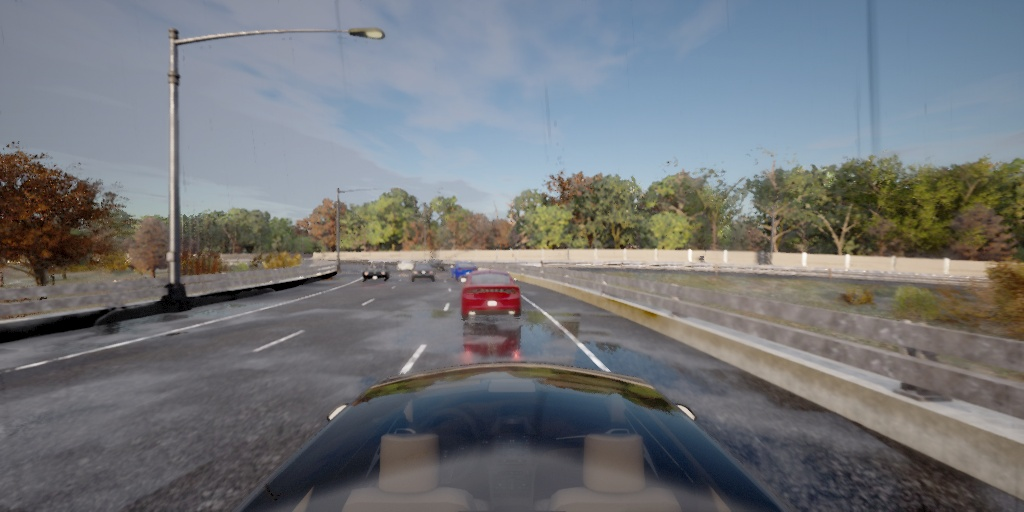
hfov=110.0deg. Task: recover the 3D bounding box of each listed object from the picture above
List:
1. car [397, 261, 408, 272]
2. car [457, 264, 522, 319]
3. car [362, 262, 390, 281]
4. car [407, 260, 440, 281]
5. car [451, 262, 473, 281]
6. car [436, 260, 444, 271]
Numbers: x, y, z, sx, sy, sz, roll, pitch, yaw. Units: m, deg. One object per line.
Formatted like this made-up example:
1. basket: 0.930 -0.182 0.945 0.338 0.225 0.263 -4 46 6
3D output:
1. car: -13.982 1.327 47.319 1.812 1.442 4.674 0 0 -24
2. car: -0.820 1.231 12.884 1.882 1.535 5.008 0 0 -6
3. car: -11.299 1.392 30.115 1.895 1.301 4.718 0 0 -16
4. car: -7.539 1.325 30.207 2.033 1.411 5.357 0 0 -16
5. car: -4.103 1.242 30.588 1.882 1.535 5.008 0 0 -15
6. car: -10.314 1.293 47.676 1.837 1.490 4.892 0 0 -24
